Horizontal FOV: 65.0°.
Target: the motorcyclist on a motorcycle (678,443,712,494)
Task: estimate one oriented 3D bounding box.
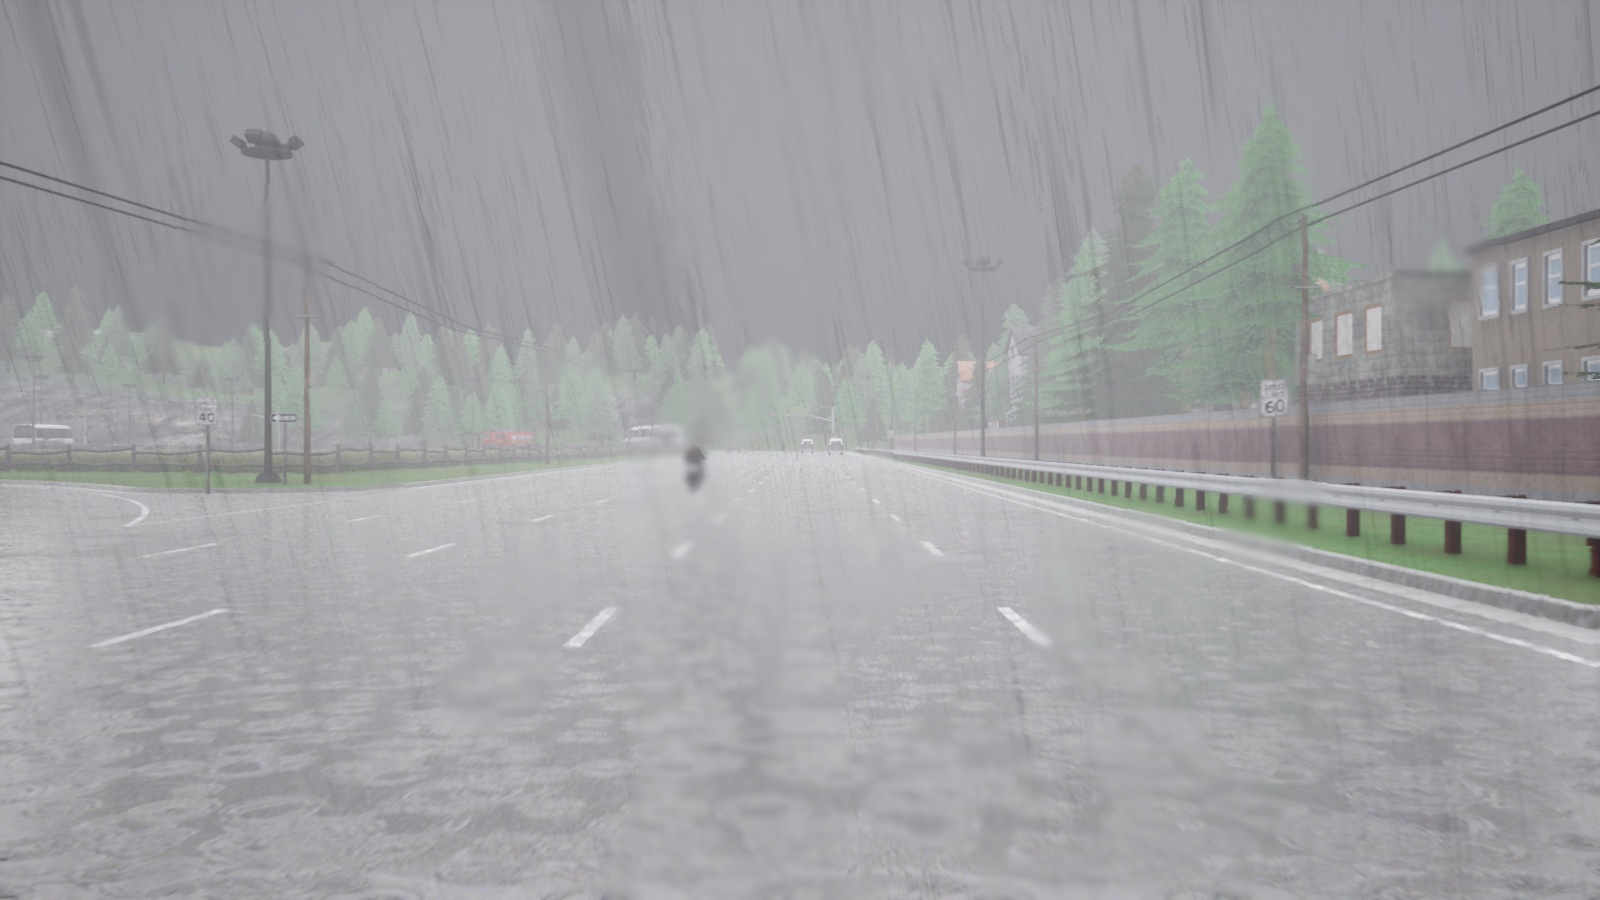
[{"bbox_3d":[-3.261,0.558,39.196,0.866,1.530,2.191,0,0,0],"label":"motorcyclist on a motorcycle"}]
